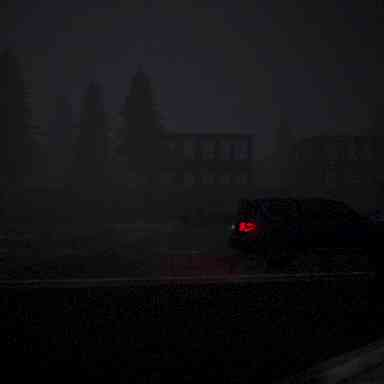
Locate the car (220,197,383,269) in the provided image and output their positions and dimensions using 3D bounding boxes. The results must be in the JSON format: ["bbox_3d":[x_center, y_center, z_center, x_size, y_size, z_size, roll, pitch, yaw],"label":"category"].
[{"bbox_3d":[3.948,1.184,10.698,5.566,2.045,2.150,0,0,-6],"label":"car"}]

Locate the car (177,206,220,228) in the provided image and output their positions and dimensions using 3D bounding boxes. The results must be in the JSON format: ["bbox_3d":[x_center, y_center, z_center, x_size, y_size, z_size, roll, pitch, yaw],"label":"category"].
[{"bbox_3d":[1.454,1.536,21.005,4.718,1.301,1.895,0,0,-6],"label":"car"}]
